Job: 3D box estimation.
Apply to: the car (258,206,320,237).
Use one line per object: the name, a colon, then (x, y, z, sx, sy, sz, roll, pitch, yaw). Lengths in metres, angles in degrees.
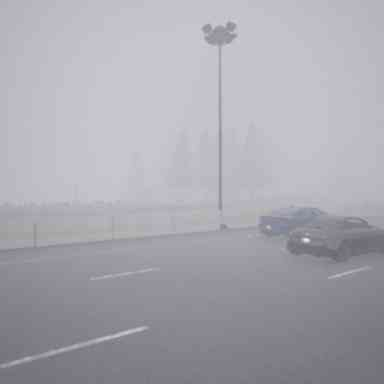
car: (5.425, 1.414, 16.222, 5.008, 1.535, 1.882, 0, 0, -36)

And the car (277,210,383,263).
car: (5.289, 1.510, 11.826, 4.181, 1.385, 1.994, 0, 0, -36)
